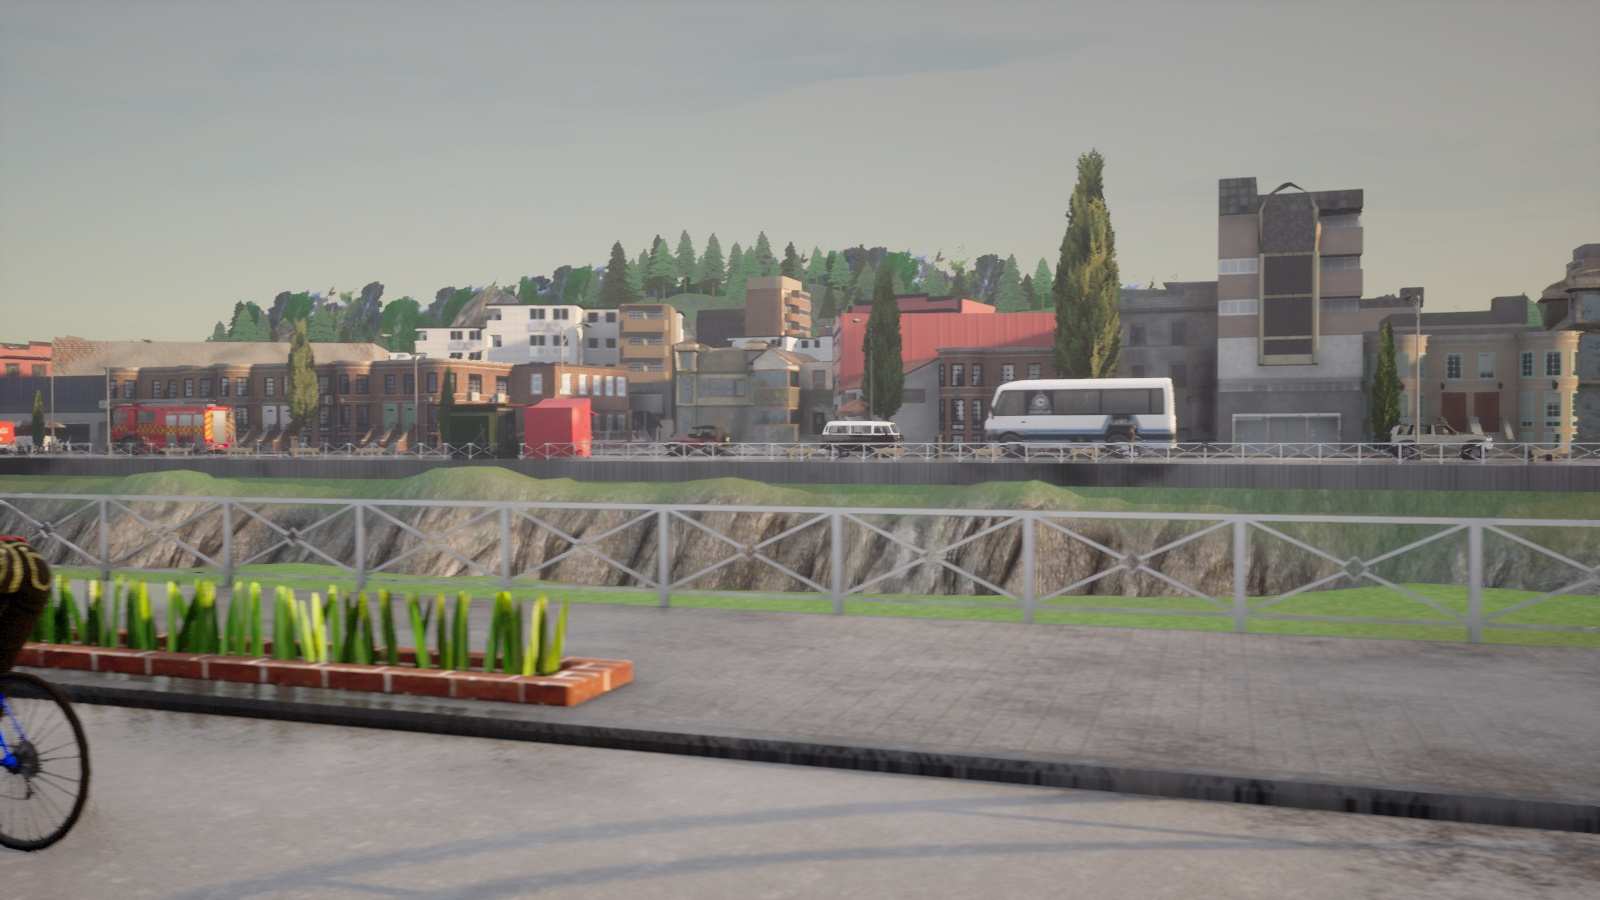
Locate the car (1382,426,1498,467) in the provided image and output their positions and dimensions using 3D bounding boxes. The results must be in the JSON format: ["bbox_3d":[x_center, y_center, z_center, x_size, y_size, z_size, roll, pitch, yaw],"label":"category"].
[{"bbox_3d":[29.872,-0.186,58.781,4.605,1.855,1.932,1,1,19],"label":"car"}]

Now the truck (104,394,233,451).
[{"bbox_3d":[-44.194,-1.912,87.880,8.468,3.827,2.891,1,1,19],"label":"truck"}]

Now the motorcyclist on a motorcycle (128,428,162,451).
[{"bbox_3d":[-43.554,-0.692,83.463,2.044,1.523,0.797,1,1,19],"label":"motorcyclist on a motorcycle"}]

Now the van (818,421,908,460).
[{"bbox_3d":[3.399,-0.521,67.678,4.480,2.038,2.069,1,1,19],"label":"van"}]

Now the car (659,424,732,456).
[{"bbox_3d":[-6.250,-0.604,75.141,3.866,1.878,1.905,1,1,19],"label":"car"}]

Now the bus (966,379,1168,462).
[{"bbox_3d":[14.503,-1.587,68.148,10.273,4.253,3.944,1,1,19],"label":"bus"}]

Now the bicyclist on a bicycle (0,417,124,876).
[{"bbox_3d":[-3.536,0.687,4.911,1.656,1.620,0.582,0,1,19],"label":"bicyclist on a bicycle"}]
